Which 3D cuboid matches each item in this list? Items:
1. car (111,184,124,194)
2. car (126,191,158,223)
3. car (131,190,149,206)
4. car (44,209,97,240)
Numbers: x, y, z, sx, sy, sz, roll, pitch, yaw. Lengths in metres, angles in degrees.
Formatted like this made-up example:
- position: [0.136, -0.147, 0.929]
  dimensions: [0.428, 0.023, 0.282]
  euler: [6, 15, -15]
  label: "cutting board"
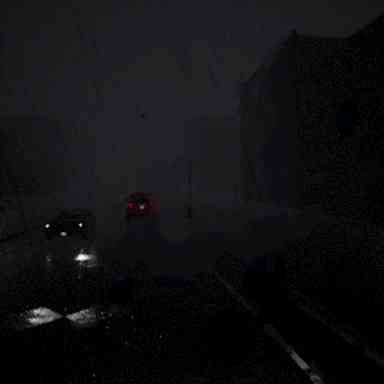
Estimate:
- position: [-13.113, -0.597, 58.608]
  dimensions: [1.882, 1.535, 5.008]
  euler: [0, 5, -9]
  label: "car"
- position: [-3.681, 1.035, 24.649]
  dimensions: [2.150, 2.045, 5.566]
  euler: [-1, 1, -8]
  label: "car"
- position: [-6.444, 0.671, 41.060]
  dimensions: [2.128, 1.511, 4.902]
  euler: [-1, 3, -10]
  label: "car"
- position: [-6.161, 1.570, 17.226]
  dimensions: [1.895, 1.301, 4.718]
  euler: [-1, 1, -10]
  label: "car"
